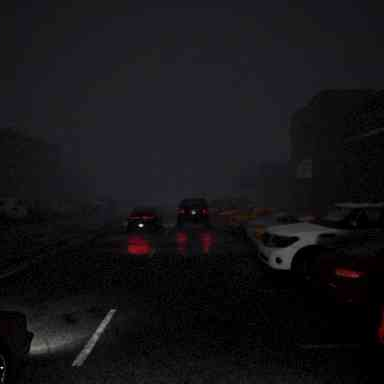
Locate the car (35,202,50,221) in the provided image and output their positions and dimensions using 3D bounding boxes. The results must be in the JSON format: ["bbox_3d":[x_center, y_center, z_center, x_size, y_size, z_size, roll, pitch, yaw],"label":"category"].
[{"bbox_3d":[-15.742,1.561,28.647,5.566,2.045,2.435,0,-1,0],"label":"car"}]

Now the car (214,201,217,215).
[{"bbox_3d":[4.737,1.890,31.325,4.792,1.488,2.163,0,-1,0],"label":"car"}]

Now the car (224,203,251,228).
[{"bbox_3d":[4.894,1.638,20.088,5.366,1.575,1.946,0,-1,0],"label":"car"}]

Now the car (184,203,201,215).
[{"bbox_3d":[0.100,2.147,42.874,2.033,1.411,5.357,0,-1,0],"label":"car"}]

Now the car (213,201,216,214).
[{"bbox_3d":[4.703,1.915,34.105,5.008,1.535,2.097,0,-1,0],"label":"car"}]

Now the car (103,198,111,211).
[{"bbox_3d":[-15.785,1.962,50.708,5.566,2.045,2.435,0,-1,0],"label":"car"}]

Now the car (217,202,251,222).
[{"bbox_3d":[4.714,1.746,25.643,5.008,1.535,2.097,0,-1,0],"label":"car"}]

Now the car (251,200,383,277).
[{"bbox_3d":[4.681,1.258,9.109,5.566,2.045,2.435,0,0,0],"label":"car"}]

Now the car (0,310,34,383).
[{"bbox_3d":[-2.901,1.549,1.691,2.033,1.411,5.357,0,0,0],"label":"car"}]

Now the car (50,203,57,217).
[{"bbox_3d":[-15.744,1.741,31.401,4.553,1.767,2.185,0,-1,0],"label":"car"}]

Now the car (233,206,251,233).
[{"bbox_3d":[4.711,1.637,17.317,4.674,1.452,2.002,0,-1,0],"label":"car"}]

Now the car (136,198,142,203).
[{"bbox_3d":[-15.844,2.360,81.038,5.566,2.045,2.435,0,-1,0],"label":"car"}]

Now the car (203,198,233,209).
[{"bbox_3d":[4.774,2.128,61.896,5.566,2.045,2.435,0,-1,0],"label":"car"}]

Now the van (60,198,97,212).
[{"bbox_3d":[-15.686,1.896,45.192,4.442,1.987,1.878,0,-1,0],"label":"van"}]

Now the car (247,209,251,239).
[{"bbox_3d":[4.895,1.529,11.886,5.366,1.575,1.946,0,0,0],"label":"car"}]

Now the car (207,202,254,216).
[{"bbox_3d":[4.523,2.018,39.538,5.366,1.575,1.946,0,-1,0],"label":"car"}]

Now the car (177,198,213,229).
[{"bbox_3d":[0.099,1.454,23.840,2.150,2.045,5.566,0,-1,0],"label":"car"}]

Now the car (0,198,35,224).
[{"bbox_3d":[-15.793,1.507,25.890,5.566,2.045,2.435,0,-1,0],"label":"car"}]

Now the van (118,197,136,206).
[{"bbox_3d":[-15.745,2.317,75.527,4.442,1.987,1.878,0,-1,0],"label":"van"}]

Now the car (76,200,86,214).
[{"bbox_3d":[-15.977,2.021,39.673,5.366,1.575,1.946,0,-1,0],"label":"car"}]

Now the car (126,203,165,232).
[{"bbox_3d":[-2.900,1.687,21.357,1.837,1.490,4.892,0,-1,0],"label":"car"}]

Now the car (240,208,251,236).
[{"bbox_3d":[4.706,1.601,14.659,4.674,1.452,2.002,0,-1,0],"label":"car"}]

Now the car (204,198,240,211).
[{"bbox_3d":[4.751,2.008,53.560,5.566,2.045,2.435,0,-1,0],"label":"car"}]

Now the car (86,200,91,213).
[{"bbox_3d":[-15.794,2.114,42.429,4.674,1.452,2.002,0,-1,0],"label":"car"}]

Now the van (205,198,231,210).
[{"bbox_3d":[4.620,2.115,59.119,4.442,1.987,1.878,0,-1,0],"label":"van"}]

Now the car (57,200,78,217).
[{"bbox_3d":[-15.972,1.970,36.914,5.366,1.575,1.946,0,-1,0],"label":"car"}]

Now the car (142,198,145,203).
[{"bbox_3d":[-15.895,2.742,89.304,5.008,1.535,2.097,0,-1,0],"label":"car"}]

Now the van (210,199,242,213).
[{"bbox_3d":[4.831,1.942,47.878,4.442,1.987,1.878,0,-1,0],"label":"van"}]

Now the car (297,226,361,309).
[{"bbox_3d":[4.708,1.534,6.333,4.674,1.452,2.002,0,0,0],"label":"car"}]

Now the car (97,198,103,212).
[{"bbox_3d":[-15.839,2.043,47.947,4.553,1.767,2.185,0,-1,0],"label":"car"}]

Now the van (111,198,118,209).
[{"bbox_3d":[-15.946,2.112,58.983,4.442,1.987,1.878,0,-1,0],"label":"van"}]

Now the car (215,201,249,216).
[{"bbox_3d":[4.715,1.805,28.546,4.892,1.521,2.231,0,-1,0],"label":"car"}]

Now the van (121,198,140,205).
[{"bbox_3d":[-15.999,2.471,86.673,4.442,1.987,1.878,0,-1,0],"label":"van"}]

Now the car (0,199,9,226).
[{"bbox_3d":[-15.791,1.579,23.133,4.553,1.767,2.185,0,-1,0],"label":"car"}]

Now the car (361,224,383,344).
[{"bbox_3d":[4.678,1.360,3.555,4.553,1.767,2.185,0,0,0],"label":"car"}]

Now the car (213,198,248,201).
[{"bbox_3d":[4.739,1.844,36.885,4.553,1.767,2.185,0,-1,0],"label":"car"}]
